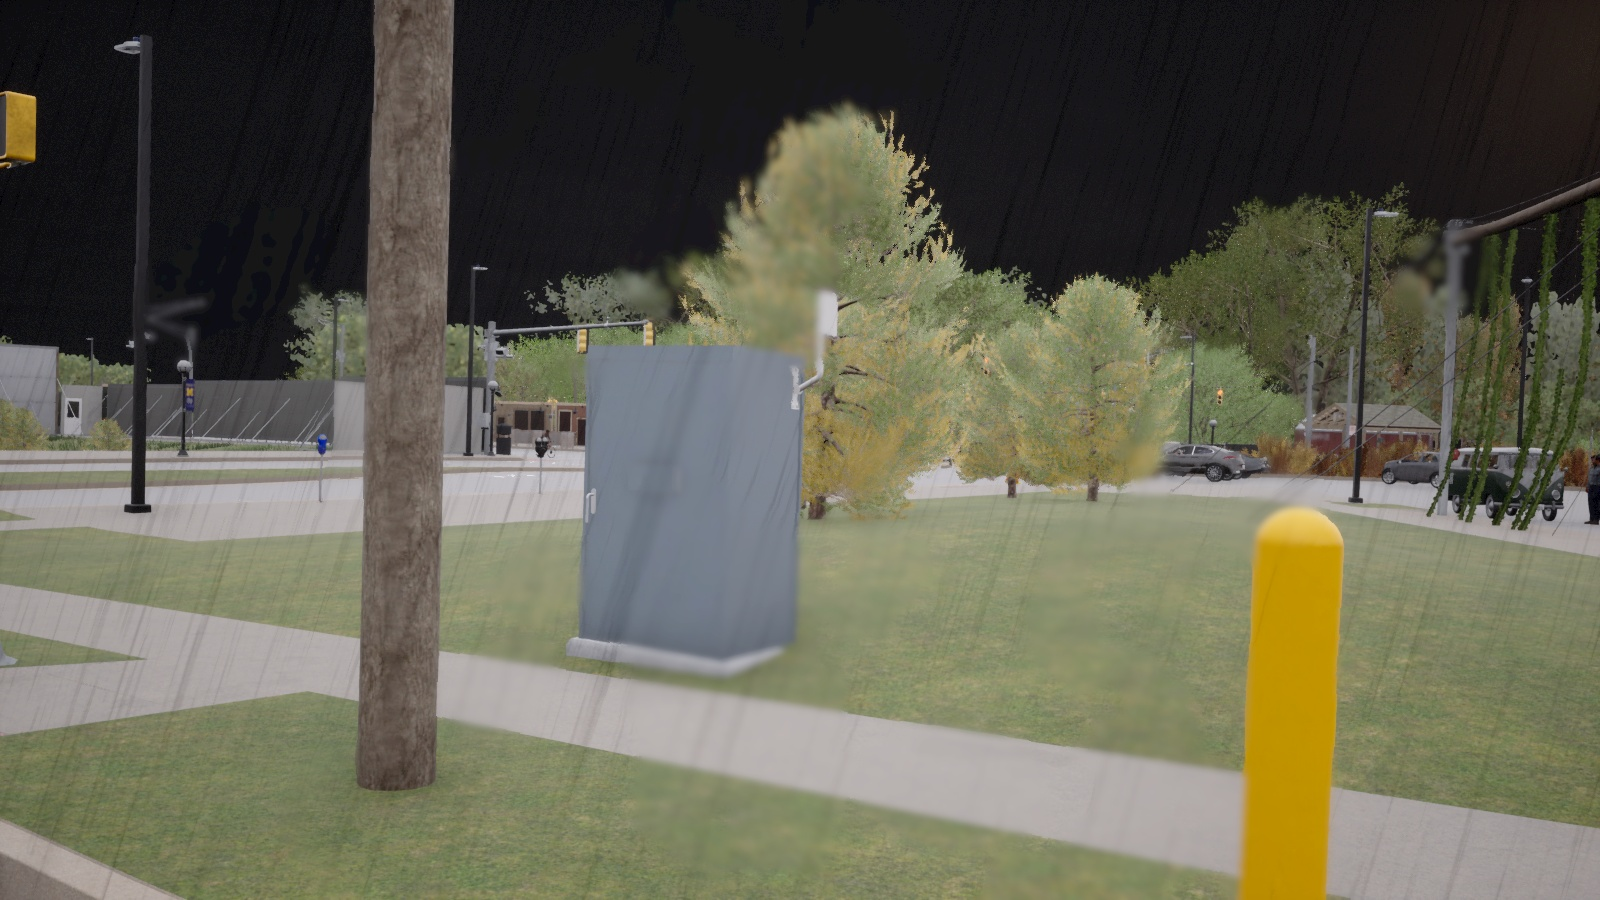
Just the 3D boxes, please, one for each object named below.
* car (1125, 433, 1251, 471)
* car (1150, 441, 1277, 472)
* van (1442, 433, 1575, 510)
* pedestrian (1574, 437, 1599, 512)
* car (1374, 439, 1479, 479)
[{"bbox_3d":[17.396,0.085,56.399,5.027,1.651,2.152,0,1,34],"label":"car"},{"bbox_3d":[19.504,0.294,59.382,5.357,1.411,2.033,0,1,34],"label":"car"},{"bbox_3d":[19.952,0.555,35.562,1.775,1.987,4.442,1,1,9],"label":"van"},{"bbox_3d":[20.777,0.643,32.810,0.788,1.949,0.423,1,2,-6],"label":"pedestrian"},{"bbox_3d":[26.470,0.342,53.161,1.845,1.501,3.633,-1,2,-22],"label":"car"}]
